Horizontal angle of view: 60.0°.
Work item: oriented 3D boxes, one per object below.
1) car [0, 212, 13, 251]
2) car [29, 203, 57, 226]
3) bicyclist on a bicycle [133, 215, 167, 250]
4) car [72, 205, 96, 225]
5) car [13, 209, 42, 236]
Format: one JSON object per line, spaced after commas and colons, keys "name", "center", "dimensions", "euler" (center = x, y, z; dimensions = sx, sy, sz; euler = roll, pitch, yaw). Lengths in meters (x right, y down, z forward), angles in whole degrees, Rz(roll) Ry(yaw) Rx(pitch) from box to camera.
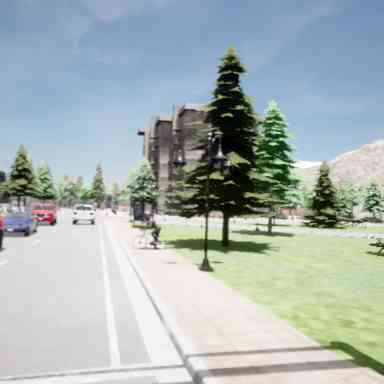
{"name": "car", "center": [-8.852, 1.469, 12.654], "dimensions": [2.150, 2.045, 5.566], "euler": [3, -3, -16]}
{"name": "car", "center": [-14.430, 2.136, 32.450], "dimensions": [2.150, 2.045, 5.566], "euler": [3, -3, -18]}
{"name": "bicyclist on a bicycle", "center": [-1.969, 1.944, 15.759], "dimensions": [1.656, 1.620, 0.582], "euler": [3, -3, -16]}
{"name": "car", "center": [-11.656, 2.399, 36.013], "dimensions": [2.150, 2.045, 5.566], "euler": [3, -2, -16]}
{"name": "car", "center": [-11.598, 2.098, 22.303], "dimensions": [1.812, 1.442, 4.674], "euler": [3, -3, -16]}
